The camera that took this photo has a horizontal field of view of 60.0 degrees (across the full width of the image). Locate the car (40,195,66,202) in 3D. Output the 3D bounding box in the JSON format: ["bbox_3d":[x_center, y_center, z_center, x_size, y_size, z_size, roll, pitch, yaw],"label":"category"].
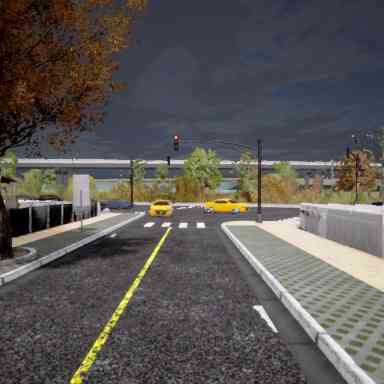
[{"bbox_3d":[-23.257,1.451,55.128,5.566,2.045,2.150,-1,1,36],"label":"car"}]

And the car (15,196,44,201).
[{"bbox_3d":[-26.499,1.828,53.479,5.008,1.535,1.882,-1,2,36],"label":"car"}]

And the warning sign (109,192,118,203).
[{"bbox_3d":[-14.245,0.995,60.261,1.060,1.860,1.300,2,1,36],"label":"warning sign"}]

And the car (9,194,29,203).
[{"bbox_3d":[-38.941,1.440,74.654,4.553,1.767,2.097,-1,2,36],"label":"car"}]

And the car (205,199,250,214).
[{"bbox_3d":[3.734,1.470,35.500,5.008,1.535,1.882,-1,2,36],"label":"car"}]

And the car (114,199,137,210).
[{"bbox_3d":[-9.993,1.660,45.477,5.357,1.411,2.033,0,2,36],"label":"car"}]

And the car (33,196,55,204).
[{"bbox_3d":[-30.521,1.600,68.546,4.892,1.490,1.837,-1,2,36],"label":"car"}]

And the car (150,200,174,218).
[{"bbox_3d":[-2.715,1.461,30.395,1.882,1.535,5.008,1,0,-3],"label":"car"}]

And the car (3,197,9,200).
[{"bbox_3d":[-36.240,1.803,64.671,4.674,1.442,1.812,-1,2,36],"label":"car"}]

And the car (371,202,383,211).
[{"bbox_3d":[19.854,1.260,32.066,4.718,1.301,1.895,-1,2,36],"label":"car"}]

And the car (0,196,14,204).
[{"bbox_3d":[-40.869,1.720,72.048,4.902,1.511,2.128,-1,2,36],"label":"car"}]

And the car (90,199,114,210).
[{"bbox_3d":[-12.949,1.709,43.607,5.008,1.535,1.882,-1,2,36],"label":"car"}]
